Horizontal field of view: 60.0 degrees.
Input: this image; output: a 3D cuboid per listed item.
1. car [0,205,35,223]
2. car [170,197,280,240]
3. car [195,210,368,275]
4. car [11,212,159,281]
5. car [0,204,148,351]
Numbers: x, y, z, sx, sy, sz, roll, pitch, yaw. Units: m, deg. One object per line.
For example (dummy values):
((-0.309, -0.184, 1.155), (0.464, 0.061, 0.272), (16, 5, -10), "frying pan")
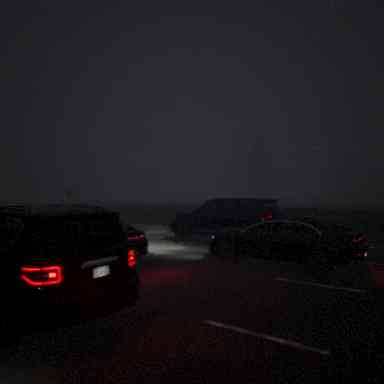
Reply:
((-15.399, 1.775, 27.850), (4.718, 1.301, 1.895), (0, 0, 35), "car")
((1.570, 1.280, 15.777), (5.566, 2.045, 2.150), (0, 0, 36), "car")
((2.816, 1.523, 10.585), (4.902, 1.511, 2.128), (0, 0, 36), "car")
((-3.624, 1.551, 10.886), (4.902, 1.511, 2.128), (0, 0, 36), "car")
((-3.505, 1.265, 6.493), (5.566, 2.045, 2.150), (0, 0, 36), "car")
